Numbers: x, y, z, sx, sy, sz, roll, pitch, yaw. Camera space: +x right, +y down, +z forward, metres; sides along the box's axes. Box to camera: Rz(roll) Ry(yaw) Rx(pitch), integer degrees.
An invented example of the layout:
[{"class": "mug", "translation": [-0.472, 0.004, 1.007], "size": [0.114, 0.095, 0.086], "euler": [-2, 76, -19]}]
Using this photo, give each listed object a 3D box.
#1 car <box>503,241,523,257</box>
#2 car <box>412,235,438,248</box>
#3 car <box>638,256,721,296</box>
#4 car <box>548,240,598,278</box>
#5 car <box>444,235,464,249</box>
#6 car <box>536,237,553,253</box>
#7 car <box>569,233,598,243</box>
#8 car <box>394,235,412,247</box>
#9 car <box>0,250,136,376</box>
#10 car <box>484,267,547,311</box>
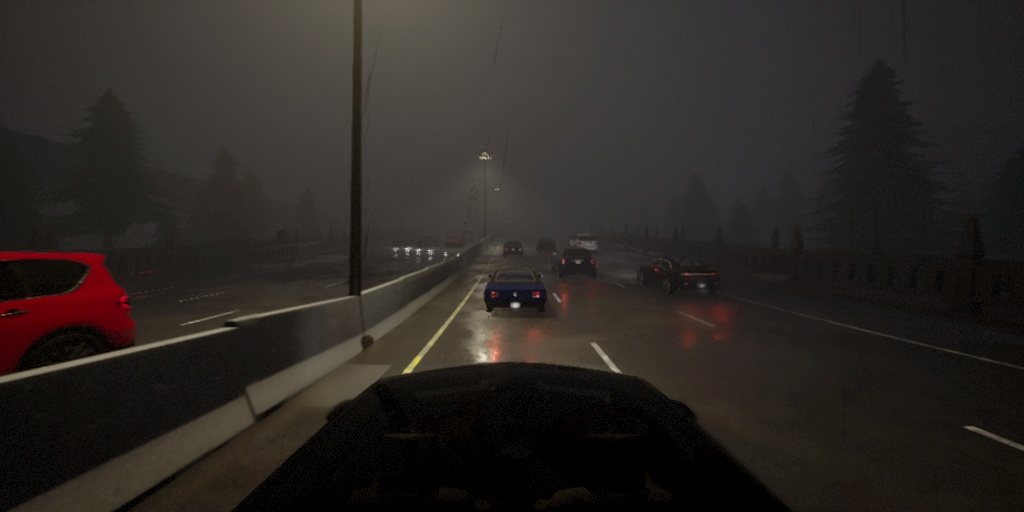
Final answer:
[{"class": "car", "translation": [0.107, -0.758, 34.068], "size": [2.033, 1.411, 5.357], "euler": [0, 5, 0]}, {"class": "car", "translation": [-10.577, -1.823, 44.958], "size": [1.837, 1.490, 4.892], "euler": [0, 5, 0]}, {"class": "car", "translation": [7.102, 0.762, 15.772], "size": [2.128, 1.511, 4.902], "euler": [0, 4, 0]}, {"class": "car", "translation": [3.604, 0.200, 21.597], "size": [2.097, 1.767, 4.553], "euler": [0, 5, 0]}, {"class": "car", "translation": [-7.079, -1.792, 44.325], "size": [1.882, 1.535, 5.008], "euler": [0, 5, 0]}, {"class": "car", "translation": [3.608, -1.264, 38.697], "size": [1.882, 1.535, 5.008], "euler": [0, 5, 0]}, {"class": "car", "translation": [7.108, -1.271, 36.055], "size": [2.150, 2.045, 5.566], "euler": [0, 6, 0]}, {"class": "car", "translation": [-14.071, -2.028, 47.348], "size": [1.812, 1.442, 4.674], "euler": [0, 5, 0]}, {"class": "car", "translation": [-7.100, 0.953, 3.360], "size": [2.150, 2.045, 5.566], "euler": [0, 1, 0]}, {"class": "car", "translation": [0.102, 1.041, 12.695], "size": [1.895, 1.301, 4.718], "euler": [0, 3, 0]}]
